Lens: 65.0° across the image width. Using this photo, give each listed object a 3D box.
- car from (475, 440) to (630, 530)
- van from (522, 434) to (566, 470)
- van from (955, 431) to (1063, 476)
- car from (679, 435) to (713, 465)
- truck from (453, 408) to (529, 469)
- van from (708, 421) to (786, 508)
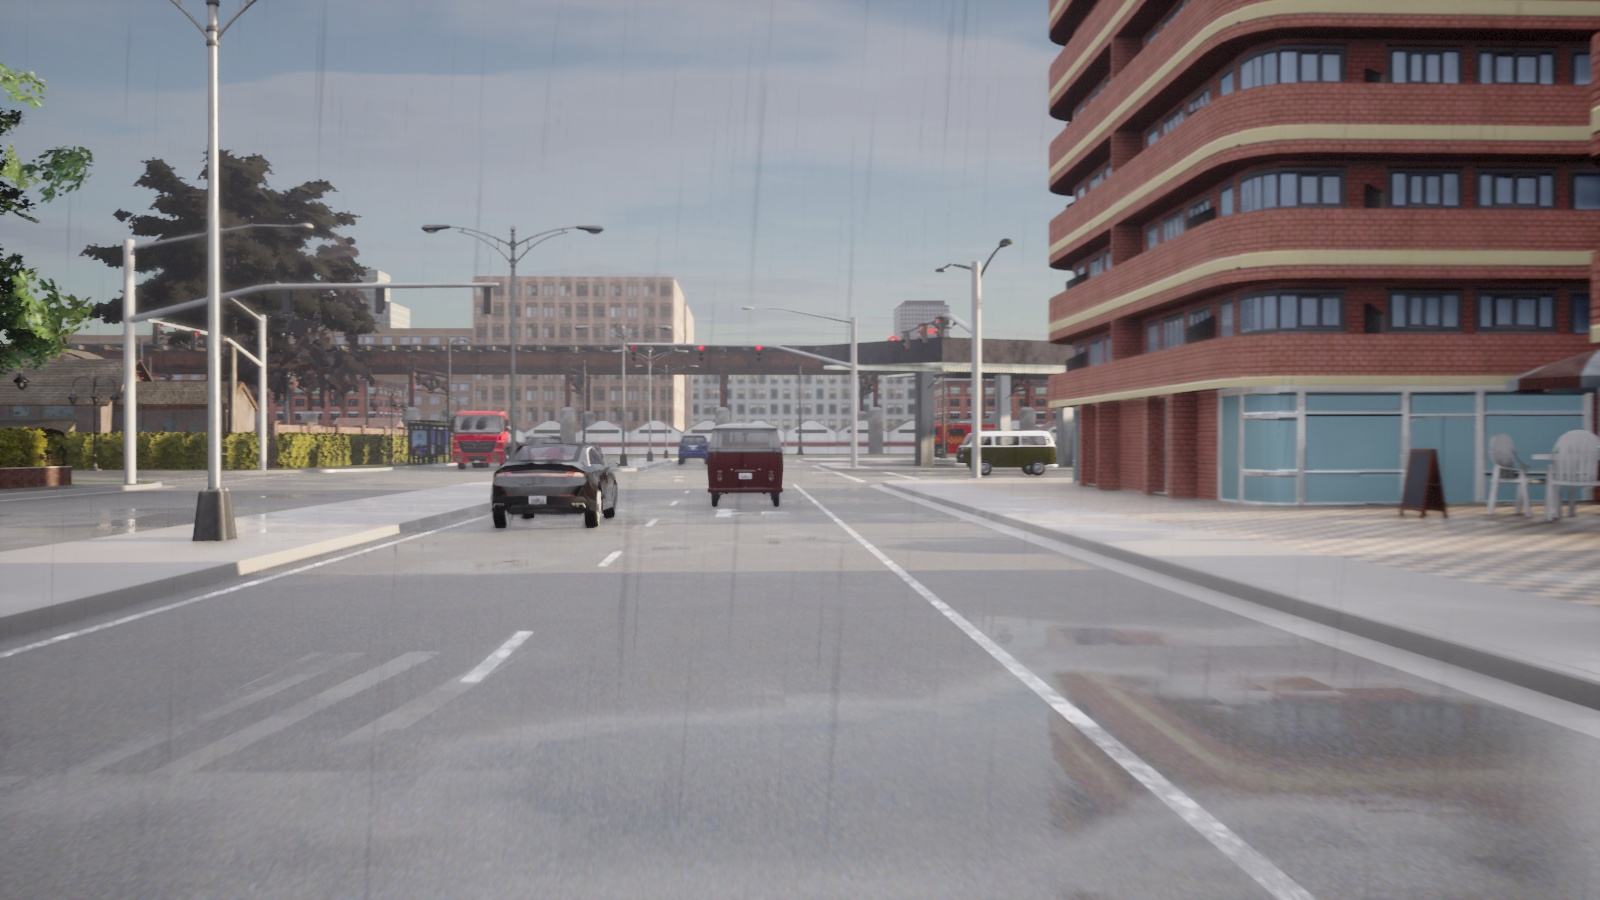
[{"bbox_3d":[-4.483,0.569,23.520,2.128,1.511,4.902,0,0,-2],"label":"car"},{"bbox_3d":[-14.585,0.090,71.768,1.775,1.987,4.442,0,0,-2],"label":"van"},{"bbox_3d":[9.489,0.150,57.240,4.480,2.038,2.069,0,0,-4],"label":"van"},{"bbox_3d":[-7.321,-0.038,88.911,2.150,2.045,5.566,0,0,-2],"label":"car"},{"bbox_3d":[-18.256,-0.661,74.585,2.891,3.462,7.936,0,0,-3],"label":"truck"},{"bbox_3d":[-1.307,0.324,31.051,1.775,1.987,4.442,0,0,-2],"label":"van"}]
